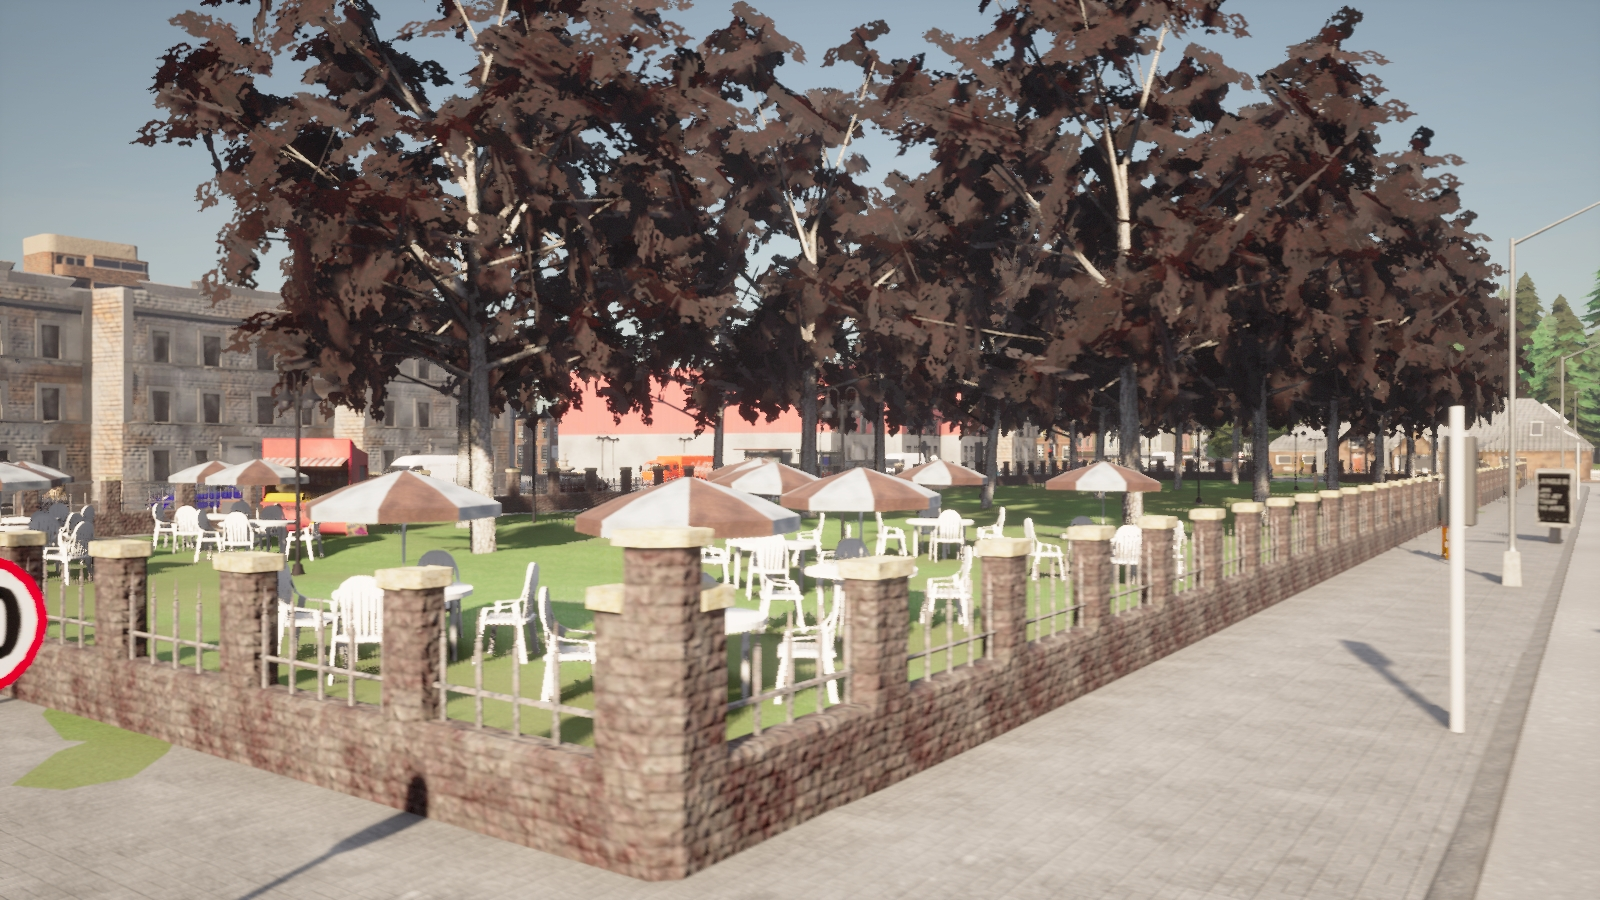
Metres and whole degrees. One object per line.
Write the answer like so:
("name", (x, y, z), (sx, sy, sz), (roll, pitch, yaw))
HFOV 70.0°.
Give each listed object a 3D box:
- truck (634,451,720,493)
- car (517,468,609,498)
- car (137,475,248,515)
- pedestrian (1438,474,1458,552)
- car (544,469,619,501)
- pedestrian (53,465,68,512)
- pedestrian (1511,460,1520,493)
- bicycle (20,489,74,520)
("truck", (-7.762, 1.343, 72.405), (2.627, 2.467, 5.204), (0, 0, 35))
("car", (-13.308, 1.815, 64.479), (2.097, 1.535, 5.006), (0, 0, 35))
("car", (-25.195, 1.819, 47.443), (1.845, 1.501, 3.633), (0, 0, 35))
("pedestrian", (15.768, 1.525, 27.799), (0.375, 1.860, 0.375), (0, 0, 37))
("car", (-11.451, 1.807, 60.117), (1.789, 1.549, 3.705), (0, 0, 35))
("pedestrian", (-29.667, 1.524, 45.839), (0.375, 1.860, 0.375), (0, 0, 29))
("pedestrian", (40.844, 1.525, 65.222), (0.375, 1.860, 0.375), (0, 0, 35))
("bicycle", (-28.318, 2.037, 42.993), (0.859, 1.080, 1.487), (0, 0, 35))
